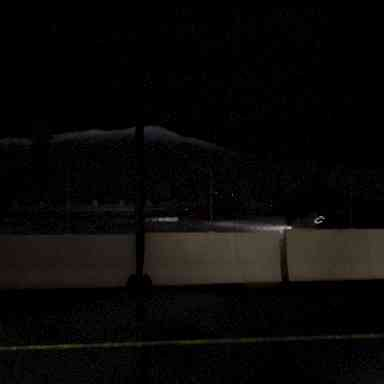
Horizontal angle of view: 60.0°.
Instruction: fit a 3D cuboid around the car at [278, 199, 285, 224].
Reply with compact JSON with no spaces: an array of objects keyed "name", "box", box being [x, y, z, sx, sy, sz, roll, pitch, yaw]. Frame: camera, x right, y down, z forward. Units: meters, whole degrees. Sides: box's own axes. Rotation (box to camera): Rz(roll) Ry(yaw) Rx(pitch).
[{"name":"car","box":[7.241,0.832,20.949,5.566,2.045,2.150,-1,1,-2]}]
